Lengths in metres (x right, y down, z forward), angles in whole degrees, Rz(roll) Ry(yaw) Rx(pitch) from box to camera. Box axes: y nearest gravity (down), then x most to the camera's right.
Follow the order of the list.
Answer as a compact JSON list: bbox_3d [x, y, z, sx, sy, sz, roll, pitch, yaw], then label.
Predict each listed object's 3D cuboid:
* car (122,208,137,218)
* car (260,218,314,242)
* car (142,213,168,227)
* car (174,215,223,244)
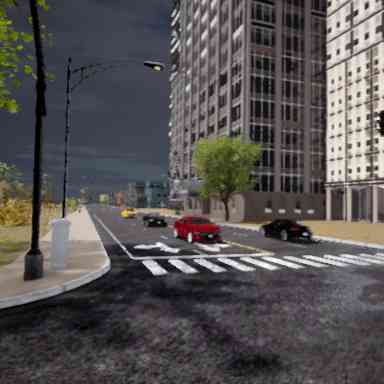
[{"bbox_3d":[-9.679,3.271,51.725,1.882,1.535,5.008,2,-3,-18],"label":"car"},{"bbox_3d":[6.371,2.508,22.716,1.812,1.442,4.674,2,-2,-16],"label":"car"},{"bbox_3d":[-3.687,2.741,33.004,1.994,1.385,4.181,2,-2,-18],"label":"car"},{"bbox_3d":[0.277,2.254,20.805,1.882,1.535,5.008,2,-2,-18],"label":"car"}]
